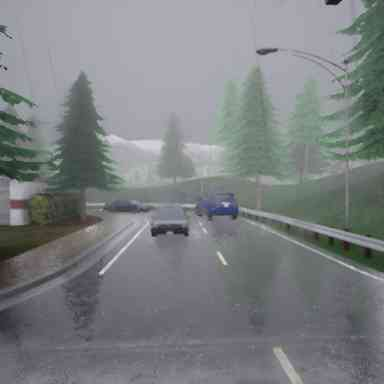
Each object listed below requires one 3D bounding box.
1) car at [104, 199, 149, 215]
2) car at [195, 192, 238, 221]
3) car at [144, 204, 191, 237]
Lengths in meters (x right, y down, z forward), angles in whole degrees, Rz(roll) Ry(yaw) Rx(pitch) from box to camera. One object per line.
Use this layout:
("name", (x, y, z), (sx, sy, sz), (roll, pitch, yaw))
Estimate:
("car", (-6.078, 1.391, 32.292), (5.357, 1.411, 2.033), (0, 0, 29))
("car", (1.807, 1.051, 25.719), (2.150, 2.045, 5.566), (0, 0, -12))
("car", (-1.079, 1.437, 17.540), (2.033, 1.411, 5.357), (-1, 0, -2))
